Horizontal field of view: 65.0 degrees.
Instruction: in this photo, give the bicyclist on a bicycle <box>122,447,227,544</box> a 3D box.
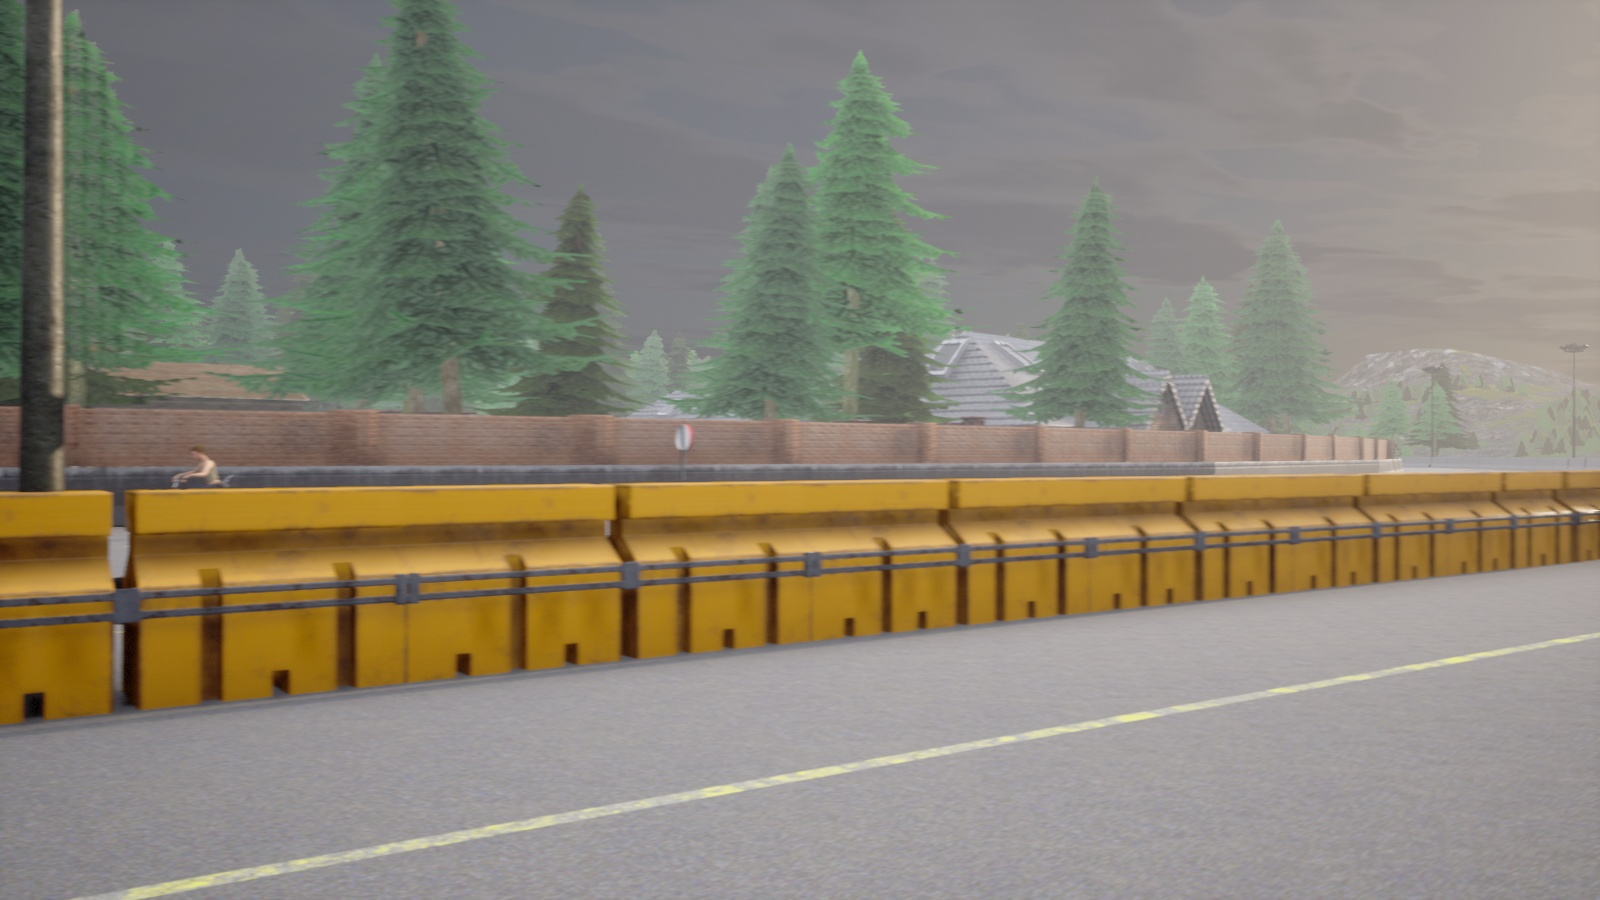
[{"bbox_3d":[-10.821,0.758,21.720,1.509,1.612,0.866,0,0,-35],"label":"bicyclist on a bicycle"}]
